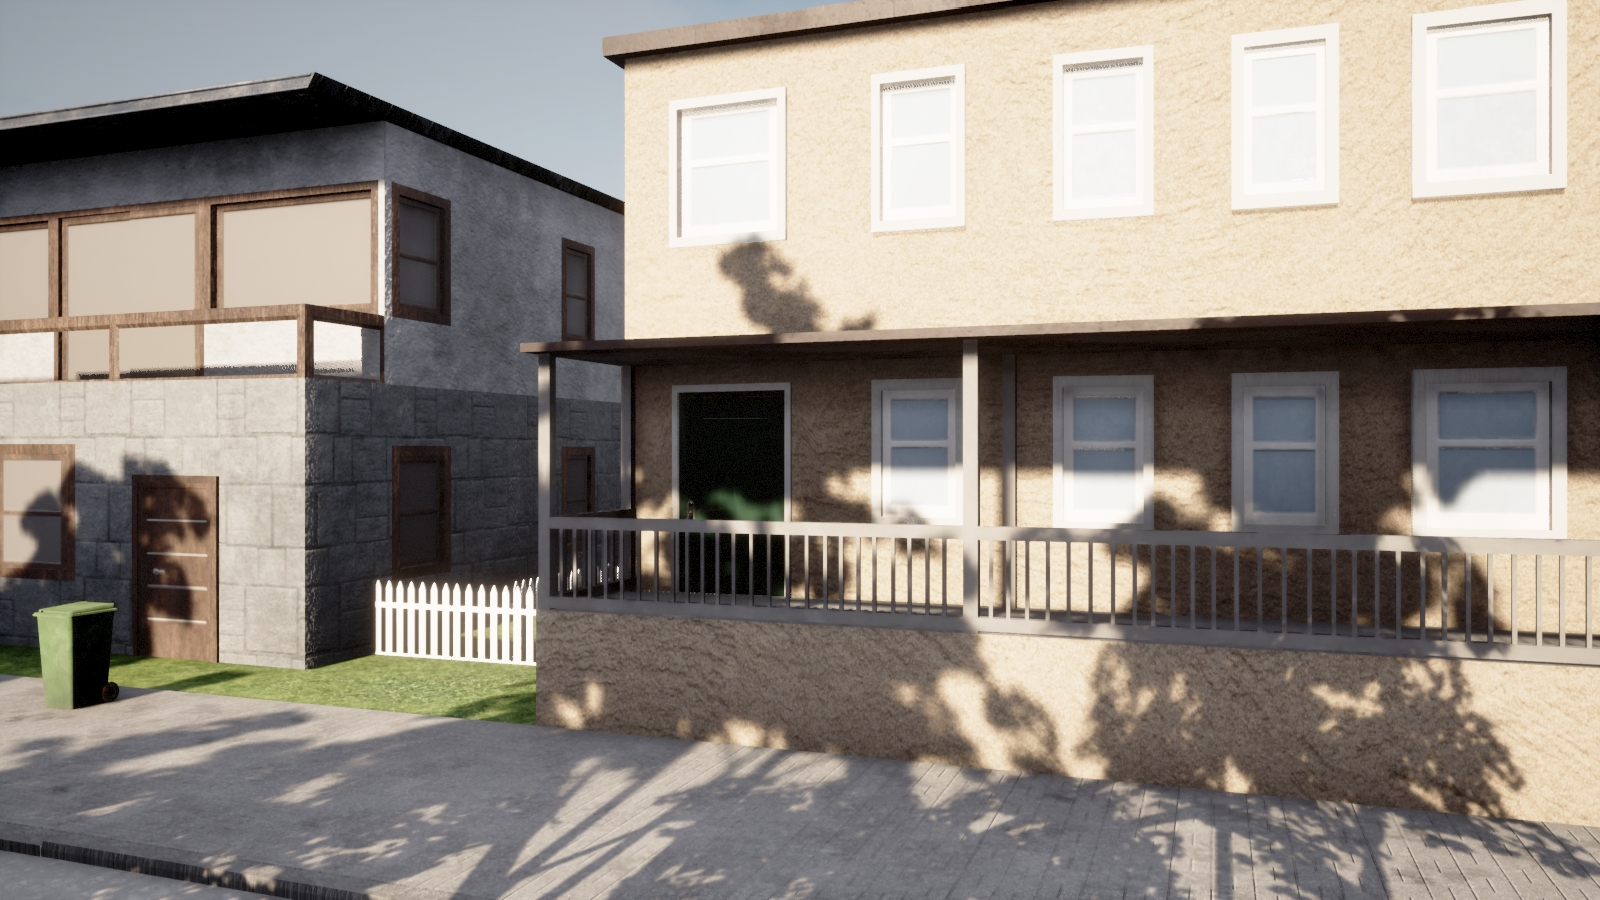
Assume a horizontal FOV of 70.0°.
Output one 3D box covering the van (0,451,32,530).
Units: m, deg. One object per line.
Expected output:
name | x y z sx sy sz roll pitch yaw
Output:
van | -27.753 1.329 35.973 1.988 2.561 5.915 0 0 20
